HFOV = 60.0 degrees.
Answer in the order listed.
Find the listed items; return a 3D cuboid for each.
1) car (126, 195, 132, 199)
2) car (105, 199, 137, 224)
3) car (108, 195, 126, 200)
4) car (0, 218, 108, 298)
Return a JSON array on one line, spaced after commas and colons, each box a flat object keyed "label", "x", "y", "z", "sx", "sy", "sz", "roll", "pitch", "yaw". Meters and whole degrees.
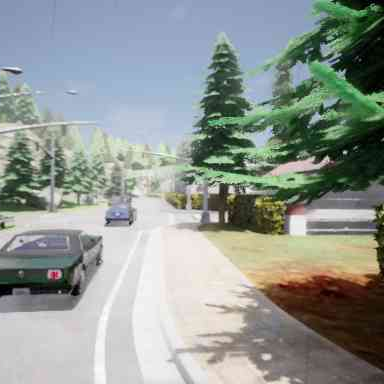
[{"label": "car", "x": -12.761, "y": 1.390, "z": 64.600, "sx": 2.128, "sy": 1.511, "sz": 4.902, "roll": 0, "pitch": 0, "yaw": -5}, {"label": "car", "x": -5.123, "y": 1.515, "z": 24.307, "sx": 2.033, "sy": 1.411, "sz": 5.357, "roll": 0, "pitch": 0, "yaw": -5}, {"label": "car", "x": -11.280, "y": 1.439, "z": 49.142, "sx": 1.812, "sy": 1.442, "sz": 4.674, "roll": 0, "pitch": 0, "yaw": -6}, {"label": "car", "x": -3.455, "y": 1.576, "z": 8.410, "sx": 1.895, "sy": 1.301, "sz": 4.718, "roll": 0, "pitch": 0, "yaw": -7}]
